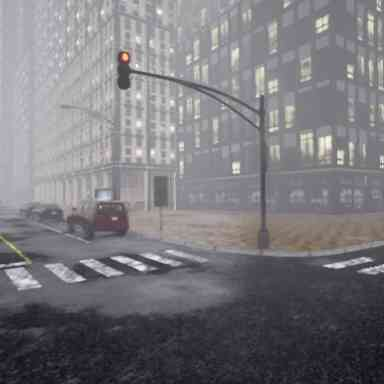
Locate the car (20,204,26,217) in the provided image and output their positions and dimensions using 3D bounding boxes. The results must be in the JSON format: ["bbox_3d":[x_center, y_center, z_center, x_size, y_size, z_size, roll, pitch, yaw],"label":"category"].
[{"bbox_3d":[-14.855,1.625,31.180,1.947,1.339,4.313,1,-1,-36],"label":"car"}]

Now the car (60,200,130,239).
[{"bbox_3d":[-5.068,1.354,17.717,2.192,1.841,5.009,1,-1,-36],"label":"car"}]

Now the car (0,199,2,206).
[{"bbox_3d":[-34.420,1.632,58.113,1.887,1.381,4.507,1,-1,-36],"label":"car"}]

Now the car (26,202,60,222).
[{"bbox_3d":[-11.593,1.619,26.691,1.947,1.339,4.313,1,-1,-36],"label":"car"}]
